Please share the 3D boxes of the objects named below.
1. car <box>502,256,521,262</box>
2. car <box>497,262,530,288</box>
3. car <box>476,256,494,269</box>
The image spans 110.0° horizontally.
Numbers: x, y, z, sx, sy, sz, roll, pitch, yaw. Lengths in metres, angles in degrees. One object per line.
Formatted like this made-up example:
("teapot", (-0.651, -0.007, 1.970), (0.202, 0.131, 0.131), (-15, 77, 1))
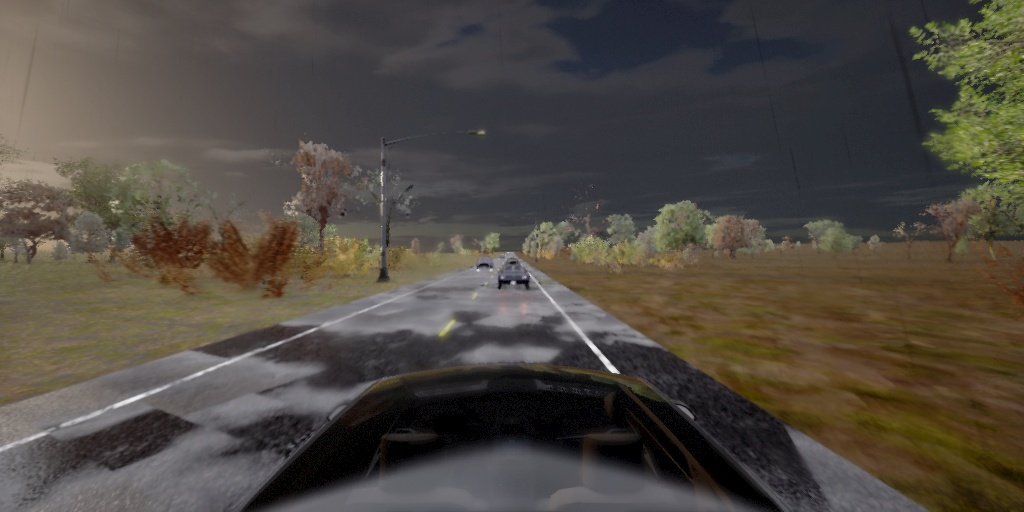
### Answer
("car", (0.083, 1.015, 42.835), (1.837, 1.490, 4.892), (0, 0, 0))
("car", (0.093, 1.234, 22.543), (1.895, 1.301, 4.718), (0, 0, 0))
("car", (-3.578, 0.831, 48.256), (2.097, 1.767, 4.553), (0, 0, 0))
